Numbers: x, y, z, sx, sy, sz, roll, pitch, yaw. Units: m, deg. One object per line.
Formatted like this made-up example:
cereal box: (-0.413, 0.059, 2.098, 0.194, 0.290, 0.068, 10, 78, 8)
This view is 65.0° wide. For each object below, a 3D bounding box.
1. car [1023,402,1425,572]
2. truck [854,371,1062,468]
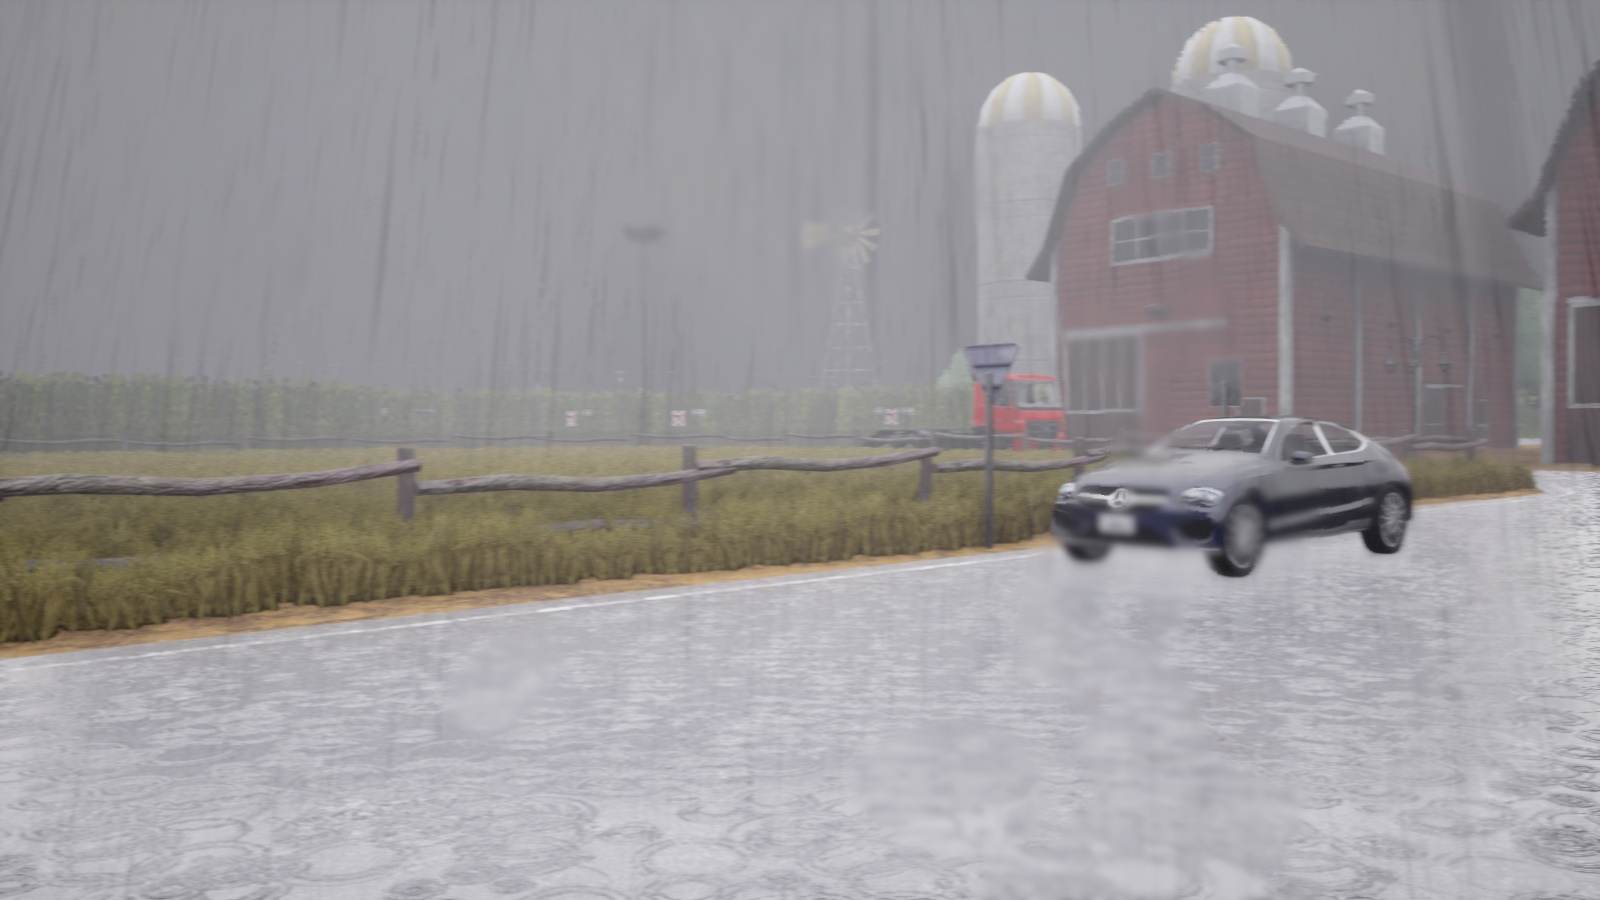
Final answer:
car: (5.061, 0.307, 14.611, 5.027, 1.651, 2.152, -1, 2, -41)
truck: (5.932, -1.159, 48.411, 2.891, 3.462, 7.936, -1, 2, -44)
